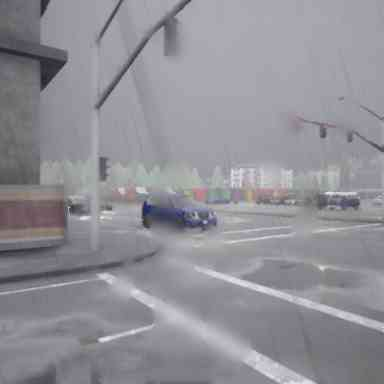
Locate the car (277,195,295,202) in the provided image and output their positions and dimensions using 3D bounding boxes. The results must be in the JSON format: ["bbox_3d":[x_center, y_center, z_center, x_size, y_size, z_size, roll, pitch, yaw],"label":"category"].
[{"bbox_3d":[20.109,1.388,71.088,3.905,1.438,1.784,0,0,-35],"label":"car"}]

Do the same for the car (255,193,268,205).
[{"bbox_3d":[12.657,1.171,55.448,4.605,1.855,1.932,0,0,-35],"label":"car"}]

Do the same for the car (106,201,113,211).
[{"bbox_3d":[-10.772,1.514,38.569,1.994,1.385,4.181,0,0,-36],"label":"car"}]

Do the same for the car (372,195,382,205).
[{"bbox_3d":[31.580,1.419,54.956,3.806,1.475,1.970,0,0,-35],"label":"car"}]

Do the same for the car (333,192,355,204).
[{"bbox_3d":[36.012,1.187,78.839,3.866,1.878,1.905,0,0,-35],"label":"car"}]

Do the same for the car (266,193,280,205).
[{"bbox_3d":[14.250,1.381,53.288,3.905,1.438,1.784,0,0,-35],"label":"car"}]

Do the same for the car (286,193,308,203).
[{"bbox_3d":[21.733,1.177,68.688,4.605,1.855,1.932,0,0,-35],"label":"car"}]

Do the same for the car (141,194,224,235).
[{"bbox_3d":[-0.941,1.170,19.089,2.150,2.045,5.566,0,0,-36],"label":"car"}]

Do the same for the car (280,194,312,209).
[{"bbox_3d":[15.924,1.413,50.926,3.806,1.475,1.970,0,0,-35],"label":"car"}]

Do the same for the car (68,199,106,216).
[{"bbox_3d":[-10.133,1.513,31.682,1.994,1.385,4.181,0,0,-36],"label":"car"}]

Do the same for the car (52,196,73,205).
[{"bbox_3d":[-20.316,1.352,51.991,1.895,1.301,4.718,0,0,-36],"label":"car"}]
